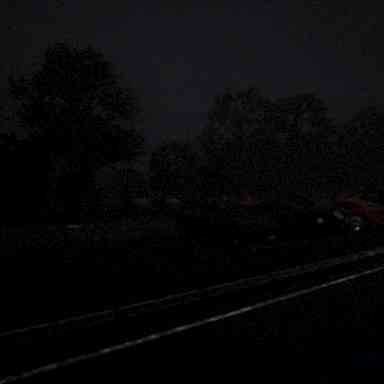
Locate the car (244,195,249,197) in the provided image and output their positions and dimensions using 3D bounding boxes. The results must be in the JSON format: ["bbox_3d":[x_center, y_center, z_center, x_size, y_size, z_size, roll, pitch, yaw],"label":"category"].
[{"bbox_3d":[2.692,1.116,30.025,1.946,1.575,5.366,0,0,-35],"label":"car"}]

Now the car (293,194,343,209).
[{"bbox_3d":[14.231,0.988,37.866,2.231,1.521,4.892,-1,1,-35],"label":"car"}]

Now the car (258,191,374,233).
[{"bbox_3d":[5.766,0.983,16.024,2.185,1.767,4.553,0,0,-35],"label":"car"}]

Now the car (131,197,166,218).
[{"bbox_3d":[-4.158,1.120,25.008,2.002,1.452,4.674,1,0,-35],"label":"car"}]

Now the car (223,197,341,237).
[{"bbox_3d":[3.484,1.118,14.424,2.163,1.488,4.792,1,0,-35],"label":"car"}]

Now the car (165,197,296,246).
[{"bbox_3d":[1.237,1.097,12.780,2.163,1.488,4.792,1,0,-35],"label":"car"}]

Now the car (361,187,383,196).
[{"bbox_3d":[10.333,0.875,19.216,2.435,2.045,5.566,0,0,-35],"label":"car"}]

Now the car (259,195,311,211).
[{"bbox_3d":[9.554,1.071,34.595,2.097,1.535,5.008,-1,0,-35],"label":"car"}]

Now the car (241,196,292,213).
[{"bbox_3d":[7.282,1.129,32.975,2.163,1.488,4.792,0,0,-35],"label":"car"}]

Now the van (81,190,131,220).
[{"bbox_3d":[-6.273,0.836,23.370,1.878,1.987,4.442,0,1,-35],"label":"van"}]

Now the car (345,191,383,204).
[{"bbox_3d":[23.254,0.721,44.195,2.097,1.535,5.008,-2,1,-35],"label":"car"}]

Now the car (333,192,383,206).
[{"bbox_3d":[21.079,0.798,42.440,1.946,1.575,5.366,-2,1,-35],"label":"car"}]

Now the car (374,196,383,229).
[{"bbox_3d":[8.064,1.122,17.587,2.097,1.535,5.008,0,0,-35],"label":"car"}]

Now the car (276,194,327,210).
[{"bbox_3d":[11.840,1.035,36.194,2.097,1.535,5.008,-1,1,-35],"label":"car"}]
